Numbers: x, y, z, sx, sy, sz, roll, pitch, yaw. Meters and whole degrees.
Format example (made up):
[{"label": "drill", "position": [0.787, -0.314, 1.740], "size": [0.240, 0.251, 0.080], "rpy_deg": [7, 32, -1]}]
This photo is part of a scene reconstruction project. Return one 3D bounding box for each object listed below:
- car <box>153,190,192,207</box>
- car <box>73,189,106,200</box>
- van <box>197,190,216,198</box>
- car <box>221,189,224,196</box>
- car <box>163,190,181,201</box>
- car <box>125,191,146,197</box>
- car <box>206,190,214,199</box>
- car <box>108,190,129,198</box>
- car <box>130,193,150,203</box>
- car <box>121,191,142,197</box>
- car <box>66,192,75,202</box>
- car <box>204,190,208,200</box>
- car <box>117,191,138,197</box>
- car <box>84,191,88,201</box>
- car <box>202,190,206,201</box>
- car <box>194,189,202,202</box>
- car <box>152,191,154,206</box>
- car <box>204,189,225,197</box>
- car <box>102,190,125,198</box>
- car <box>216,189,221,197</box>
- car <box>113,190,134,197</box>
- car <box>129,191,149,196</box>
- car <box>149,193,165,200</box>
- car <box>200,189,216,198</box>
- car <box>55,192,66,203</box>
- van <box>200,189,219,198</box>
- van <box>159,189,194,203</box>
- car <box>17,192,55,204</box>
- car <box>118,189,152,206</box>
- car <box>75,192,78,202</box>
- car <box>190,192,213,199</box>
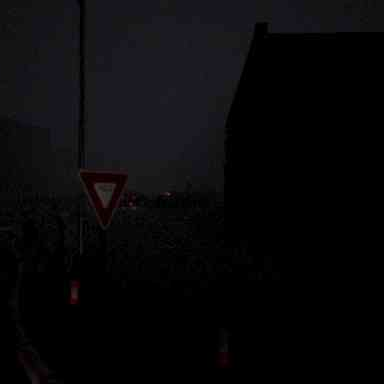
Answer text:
[{"label": "car", "position": [-2.809, 1.008, 48.528], "size": [4.553, 1.767, 2.185], "rpy_deg": [0, 1, 11]}, {"label": "car", "position": [-20.087, 0.518, 65.196], "size": [5.566, 2.045, 2.435], "rpy_deg": [0, 1, 11]}, {"label": "van", "position": [3.620, 0.411, 81.256], "size": [4.442, 1.987, 1.878], "rpy_deg": [0, 1, 11]}, {"label": "car", "position": [5.346, 0.558, 89.414], "size": [4.792, 1.488, 2.163], "rpy_deg": [0, 1, 11]}, {"label": "car", "position": [-3.942, 0.570, 66.940], "size": [2.150, 2.045, 5.566], "rpy_deg": [0, 1, 11]}, {"label": "car", "position": [-15.184, 0.419, 89.523], "size": [4.892, 1.521, 2.231], "rpy_deg": [0, 1, 11]}, {"label": "car", "position": [1.176, 0.841, 67.577], "size": [5.366, 1.575, 1.946], "rpy_deg": [0, 1, 11]}, {"label": "car", "position": [-17.385, 0.439, 78.715], "size": [4.553, 1.767, 2.185], "rpy_deg": [0, 1, 11]}, {"label": "car", "position": [-8.928, 0.995, 57.144], "size": [1.837, 1.490, 4.892], "rpy_deg": [0, 1, 11]}, {"label": "car", "position": [-15.725, 0.454, 86.820], "size": [4.892, 1.521, 2.231], "rpy_deg": [0, 1, 11]}, {"label": "car", "position": [-22.224, 0.967, 54.377], "size": [4.674, 1.452, 2.002], "rpy_deg": [1, 1, 11]}, {"label": "car", "position": [-0.094, 0.931, 62.164], "size": [4.892, 1.521, 2.231], "rpy_deg": [0, 1, 11]}, {"label": "car", "position": [-16.266, 0.491, 84.117], "size": [4.892, 1.521, 2.231], "rpy_deg": [0, 1, 11]}, {"label": "car", "position": [-21.149, 0.855, 59.790], "size": [4.892, 1.521, 2.231], "rpy_deg": [0, 1, 11]}, {"label": "car", "position": [-0.629, 0.972, 59.564], "size": [5.008, 1.535, 2.097], "rpy_deg": [0, 1, 11]}, {"label": "car", "position": [-1.165, 0.893, 56.708], "size": [4.553, 1.767, 2.185], "rpy_deg": [0, 1, 11]}, {"label": "car", "position": [-5.931, 1.003, 56.842], "size": [2.128, 1.511, 4.902], "rpy_deg": [1, 1, 12]}, {"label": "car", "position": [6.444, 0.210, 94.860], "size": [5.566, 2.045, 2.435], "rpy_deg": [0, 1, 11]}, {"label": "car", "position": [-17.926, 0.478, 76.012], "size": [4.553, 1.767, 2.185], "rpy_deg": [0, 1, 11]}, {"label": "car", "position": [3.214, 0.426, 78.501], "size": [5.566, 2.045, 2.435], "rpy_deg": [0, 1, 11]}, {"label": "car", "position": [-16.782, 0.401, 81.407], "size": [4.553, 1.767, 2.185], "rpy_deg": [1, 1, 11]}, {"label": "car", "position": [-14.643, 0.385, 92.225], "size": [4.892, 1.521, 2.231], "rpy_deg": [0, 1, 11]}, {"label": "car", "position": [-7.050, 0.937, 66.720], "size": [1.895, 1.301, 4.718], "rpy_deg": [0, 1, 11]}, {"label": "car", "position": [1.540, 0.547, 70.462], "size": [5.566, 2.045, 2.435], "rpy_deg": [0, 1, 11]}, {"label": "car", "position": [-22.772, 0.962, 51.676], "size": [5.008, 1.535, 2.097], "rpy_deg": [0, 1, 11]}, {"label": "van", "position": [4.396, 0.376, 83.932], "size": [4.442, 1.987, 1.878], "rpy_deg": [0, 1, 11]}, {"label": "van", "position": [-2.380, 0.872, 51.407], "size": [4.442, 1.987, 1.878], "rpy_deg": [0, 1, 11]}, {"label": "car", "position": [-23.278, 0.867, 48.958], "size": [4.553, 1.767, 2.185], "rpy_deg": [0, 1, 11]}, {"label": "car", "position": [-7.944, 0.864, 46.781], "size": [2.150, 2.045, 5.566], "rpy_deg": [1, 1, 12]}, {"label": "car", "position": [-21.654, 0.766, 57.072], "size": [4.553, 1.767, 2.185], "rpy_deg": [0, 1, 11]}, {"label": "car", "position": [2.099, 0.797, 73.127], "size": [4.674, 1.452, 2.002], "rpy_deg": [0, 1, 11]}]
